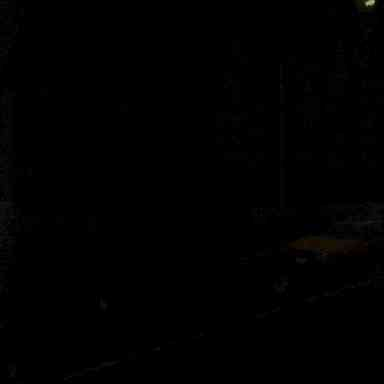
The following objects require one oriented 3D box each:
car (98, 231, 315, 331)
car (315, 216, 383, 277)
[{"bbox_3d":[0.309,1.531,6.835,4.313,1.339,1.947,-1,0,-35],"label":"car"},{"bbox_3d":[4.787,1.445,9.977,4.829,1.417,1.752,-1,0,-35],"label":"car"}]
